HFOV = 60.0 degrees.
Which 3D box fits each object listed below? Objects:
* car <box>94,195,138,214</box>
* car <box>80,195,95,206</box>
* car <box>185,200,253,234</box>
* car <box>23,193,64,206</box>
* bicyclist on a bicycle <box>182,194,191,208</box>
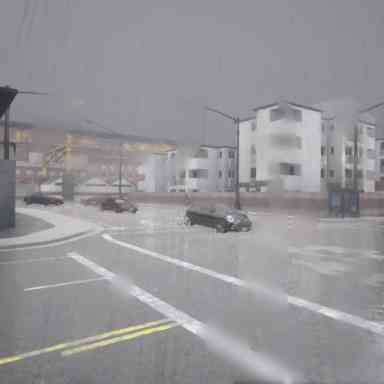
[{"bbox_3d":[-6.974,1.238,31.198,1.812,1.442,4.674,1,1,-44],"label":"car"},{"bbox_3d":[-11.107,1.074,39.893,5.357,1.411,2.033,2,0,35],"label":"car"},{"bbox_3d":[1.580,1.399,20.403,2.097,1.767,4.553,1,3,-39],"label":"car"},{"bbox_3d":[-17.704,0.882,39.578,5.357,1.411,2.033,2,0,28],"label":"car"},{"bbox_3d":[-0.657,1.103,40.840,0.582,1.620,1.656,2,0,44],"label":"bicyclist on a bicycle"}]
